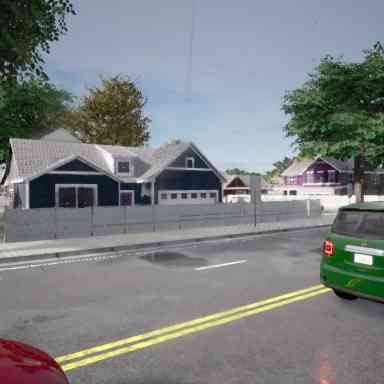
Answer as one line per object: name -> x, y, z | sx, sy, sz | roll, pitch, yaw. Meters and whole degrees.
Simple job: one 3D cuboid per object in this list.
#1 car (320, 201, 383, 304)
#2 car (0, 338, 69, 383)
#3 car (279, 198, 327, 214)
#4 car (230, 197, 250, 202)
car -> 5.067, 1.210, 7.098 | 5.566, 2.045, 2.150 | 0, 0, -35
car -> -3.054, 1.476, 1.263 | 5.008, 1.535, 1.882 | 0, 0, -35
car -> 12.202, 1.494, 36.926 | 1.882, 1.535, 5.008 | -1, 0, -33
car -> 7.024, 1.431, 45.076 | 2.097, 1.767, 4.553 | -1, 0, -31
